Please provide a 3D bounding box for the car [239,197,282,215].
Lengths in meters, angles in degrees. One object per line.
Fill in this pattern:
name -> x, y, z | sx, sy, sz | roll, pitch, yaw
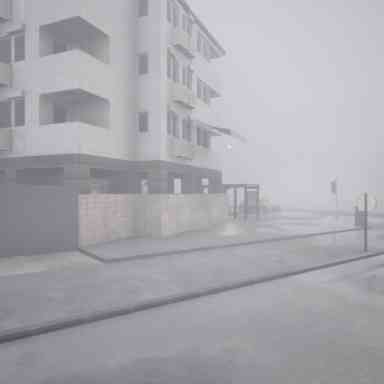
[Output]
car -> 7.039, 1.353, 34.509 | 2.097, 1.767, 4.553 | 0, 0, -36
